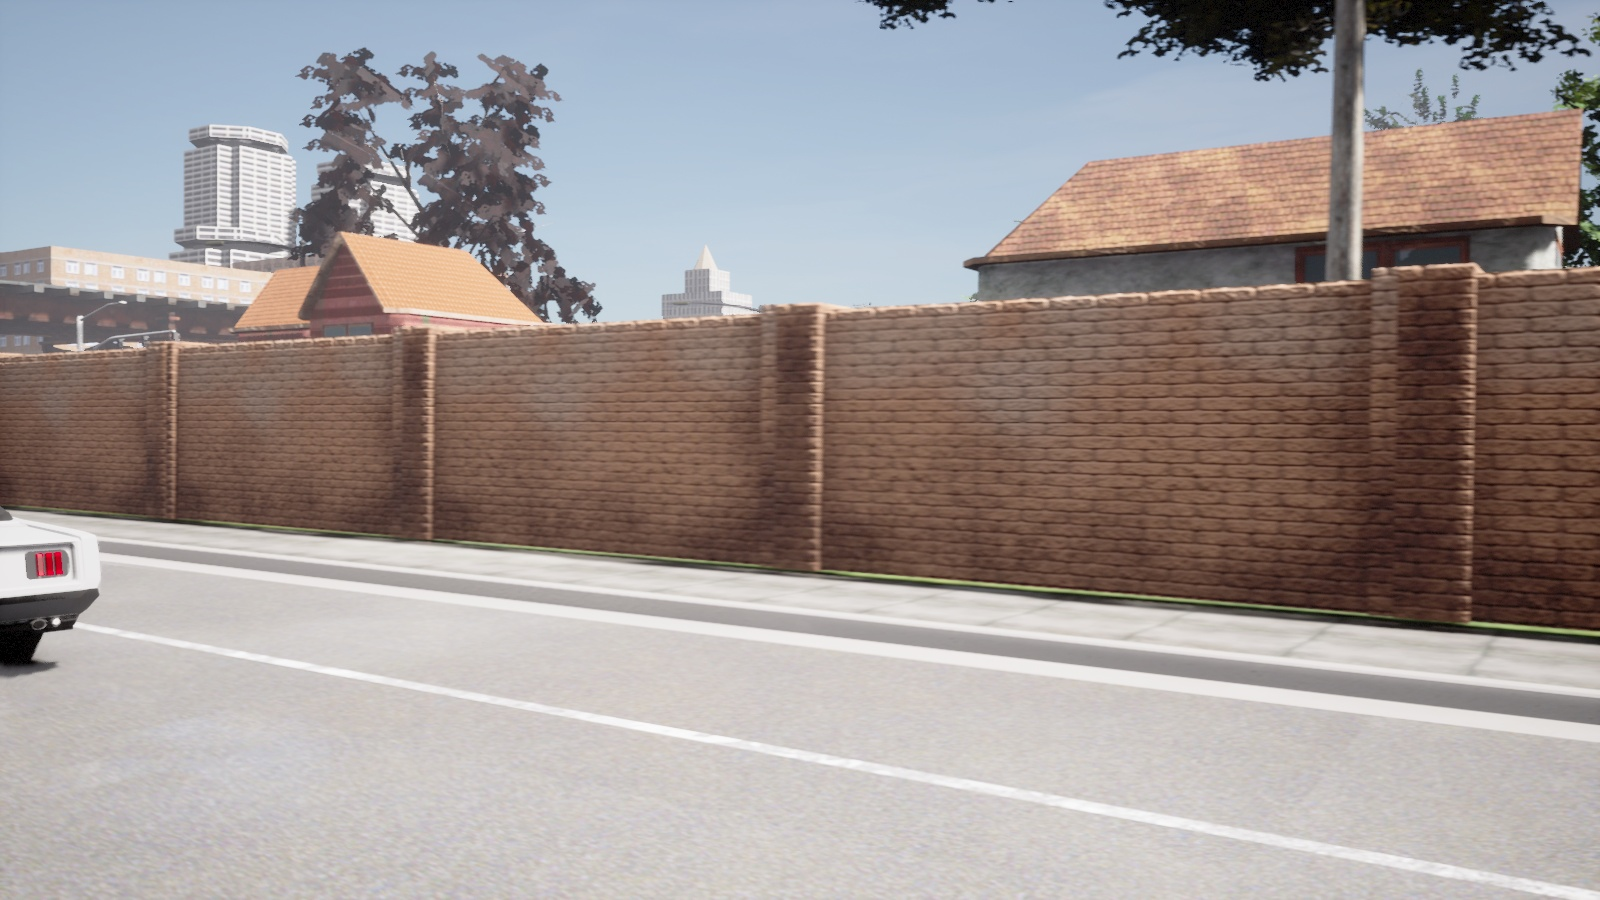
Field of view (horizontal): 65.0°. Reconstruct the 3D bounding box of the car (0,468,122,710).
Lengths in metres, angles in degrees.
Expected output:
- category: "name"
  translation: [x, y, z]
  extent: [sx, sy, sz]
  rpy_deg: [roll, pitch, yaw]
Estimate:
- category: "car"
  translation: [-6.519, 0.782, 7.956]
  extent: [4.718, 1.301, 1.895]
  rpy_deg: [0, 1, 34]
